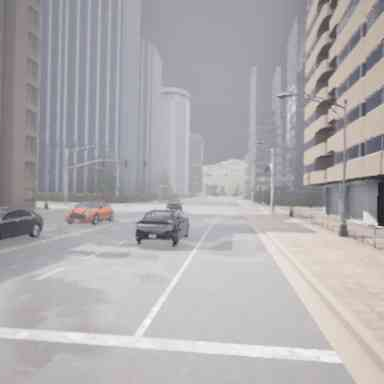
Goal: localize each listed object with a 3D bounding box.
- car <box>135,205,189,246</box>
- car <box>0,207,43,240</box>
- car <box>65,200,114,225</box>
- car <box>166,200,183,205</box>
[{"bbox_3d":[-1.294,1.597,15.857,2.128,1.511,4.902,1,0,7],"label":"car"},{"bbox_3d":[-8.623,1.452,14.912,1.837,1.490,4.892,1,0,7],"label":"car"},{"bbox_3d":[-7.458,1.388,24.555,2.097,1.767,4.553,1,0,7],"label":"car"},{"bbox_3d":[-2.223,1.763,41.641,1.837,1.490,4.892,2,0,-1],"label":"car"}]
